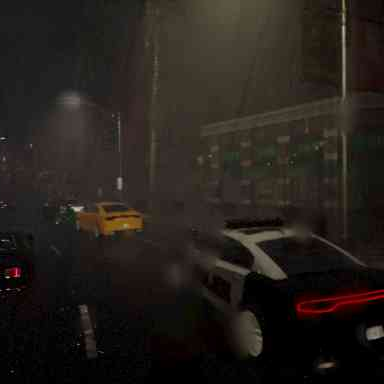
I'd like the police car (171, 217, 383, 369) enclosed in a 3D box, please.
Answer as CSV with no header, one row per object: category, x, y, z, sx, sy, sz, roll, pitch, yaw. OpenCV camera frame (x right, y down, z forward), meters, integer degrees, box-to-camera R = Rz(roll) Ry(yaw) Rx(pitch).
police car,1.046,1.287,6.010,1.930,1.638,5.238,-1,1,-21

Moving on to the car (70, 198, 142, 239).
car,-4.133,1.230,15.985,1.882,1.535,5.008,-2,1,-34

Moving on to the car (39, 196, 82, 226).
car,-8.156,1.066,21.283,2.097,1.767,4.553,-2,1,-40

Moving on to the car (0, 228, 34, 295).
car,-4.820,1.516,7.926,1.895,1.301,4.718,-1,1,-26

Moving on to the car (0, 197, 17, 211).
car,-18.805,1.224,32.862,1.994,1.385,4.181,-2,1,-40
